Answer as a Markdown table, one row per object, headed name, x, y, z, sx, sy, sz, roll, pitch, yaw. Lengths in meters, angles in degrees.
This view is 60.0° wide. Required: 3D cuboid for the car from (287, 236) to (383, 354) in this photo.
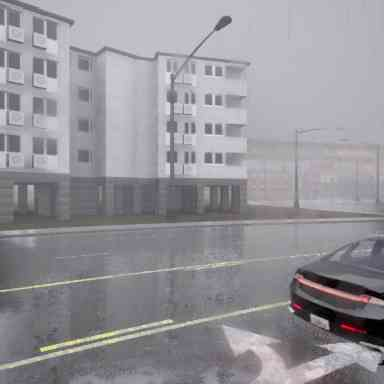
| name | x | y | z | sx | sy | sz | roll | pitch | yaw |
| --- | --- | --- | --- | --- | --- | --- | --- | --- | --- |
| car | 3.850 | 1.492 | 5.458 | 4.902 | 1.511 | 2.128 | 0 | 0 | -26 |
